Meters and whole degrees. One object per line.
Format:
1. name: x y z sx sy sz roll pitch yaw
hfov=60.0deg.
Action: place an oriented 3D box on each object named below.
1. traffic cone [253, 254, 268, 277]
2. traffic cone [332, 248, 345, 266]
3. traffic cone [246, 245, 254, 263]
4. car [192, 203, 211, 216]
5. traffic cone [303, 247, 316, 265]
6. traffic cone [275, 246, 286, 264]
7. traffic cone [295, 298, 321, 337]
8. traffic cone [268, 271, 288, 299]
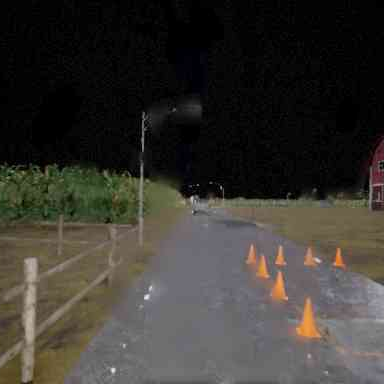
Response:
1. traffic cone: 2.039 2.128 9.593 0.340 0.580 0.340 2 -1 1
2. traffic cone: 5.079 2.234 11.525 0.340 0.580 0.340 1 -1 1
3. traffic cone: 2.084 2.154 11.593 0.340 0.580 0.340 2 -1 1
4. car: 1.155 2.090 40.515 1.837 1.490 4.892 2 -1 1
5. traffic cone: 4.082 2.208 11.548 0.340 0.580 0.340 2 -1 1
6. traffic cone: 3.083 2.181 11.570 0.340 0.580 0.340 2 -1 1
7. traffic cone: 1.951 2.077 5.595 0.340 0.580 0.340 2 -1 1
8. traffic cone: 1.995 2.103 7.594 0.340 0.580 0.340 2 -1 1
